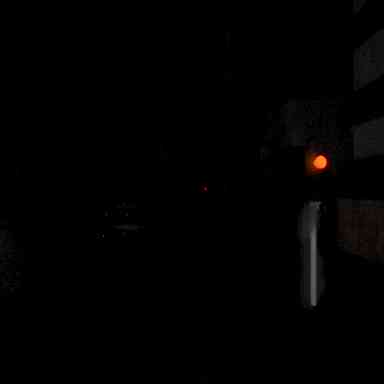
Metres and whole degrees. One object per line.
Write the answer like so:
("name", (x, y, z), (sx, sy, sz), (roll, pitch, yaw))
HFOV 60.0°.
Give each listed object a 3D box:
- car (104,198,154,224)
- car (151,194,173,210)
("car", (-4.752, 1.477, 24.919), (1.882, 1.535, 5.008), (1, 0, 13))
("car", (-4.133, 1.221, 44.195), (2.150, 2.045, 5.566), (0, 0, 0))
